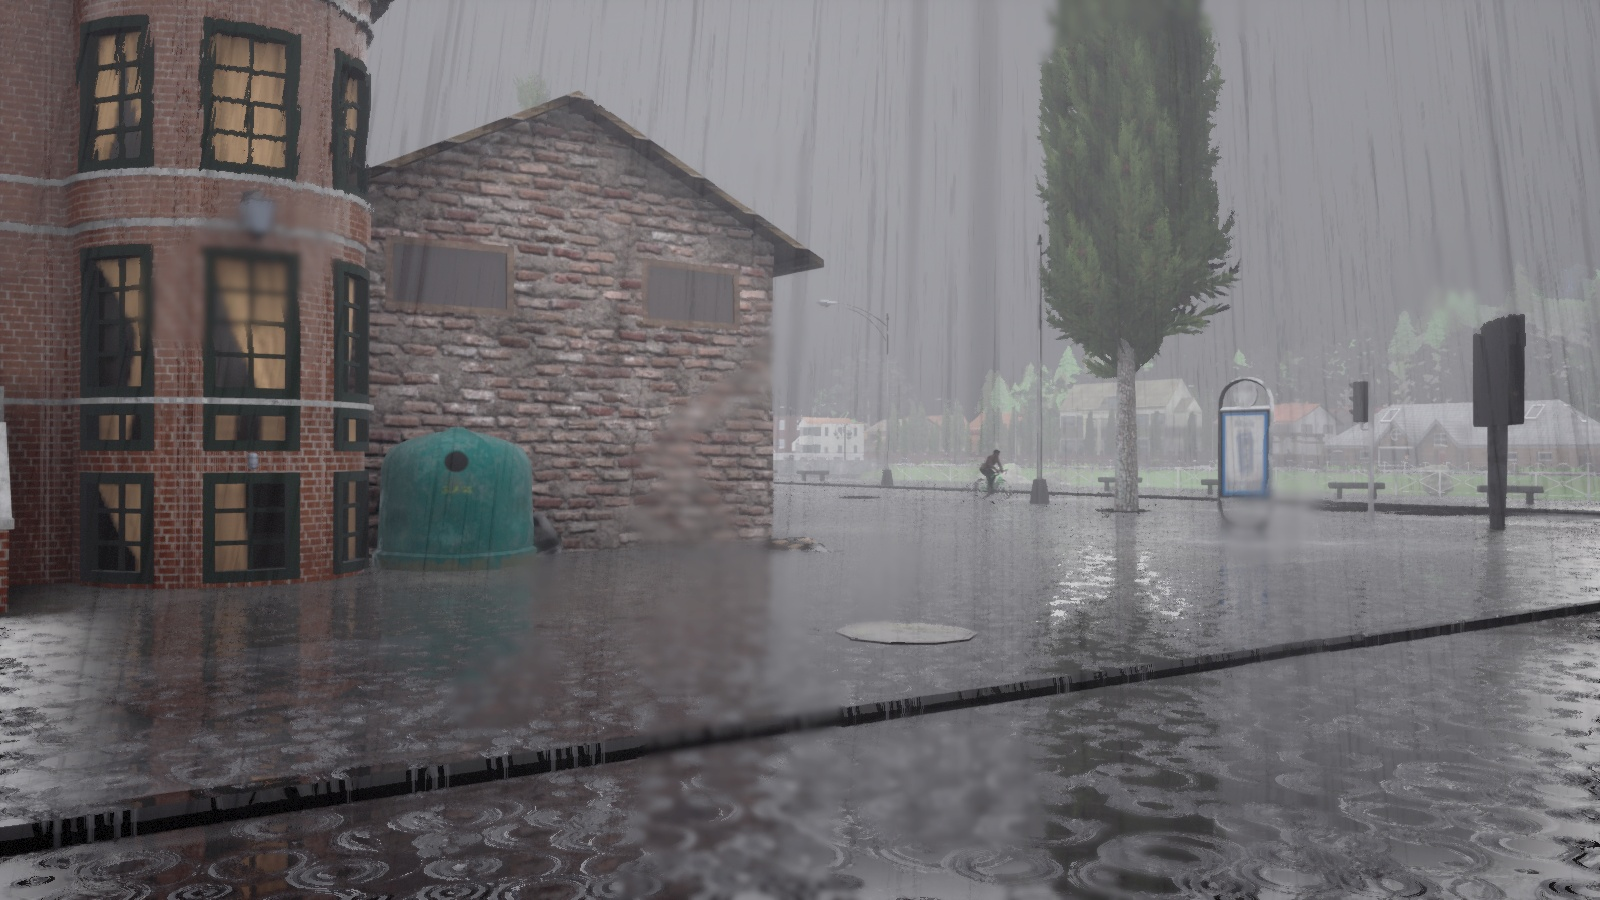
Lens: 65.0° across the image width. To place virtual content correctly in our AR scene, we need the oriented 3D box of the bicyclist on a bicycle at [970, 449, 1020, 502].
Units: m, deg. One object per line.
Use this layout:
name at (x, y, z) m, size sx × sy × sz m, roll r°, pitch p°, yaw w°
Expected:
bicyclist on a bicycle at (6.146, 0.782, 39.668) m, size 0.582 × 1.620 × 1.656 m, roll 0°, pitch 0°, yaw -35°
